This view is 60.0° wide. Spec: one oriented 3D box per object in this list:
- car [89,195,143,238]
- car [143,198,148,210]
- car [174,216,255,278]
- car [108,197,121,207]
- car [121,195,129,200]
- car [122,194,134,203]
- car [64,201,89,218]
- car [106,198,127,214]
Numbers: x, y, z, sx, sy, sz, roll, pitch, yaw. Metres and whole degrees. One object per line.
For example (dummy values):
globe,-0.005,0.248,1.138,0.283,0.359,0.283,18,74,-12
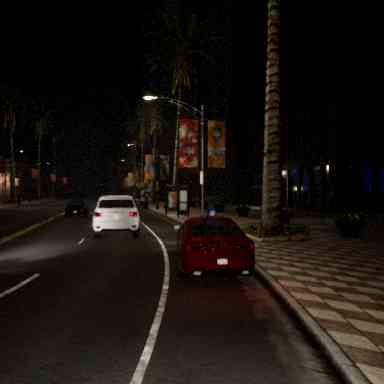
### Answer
car,-4.011,1.210,17.765,2.150,2.045,5.566,0,0,-12
car,-6.608,1.463,41.936,2.231,1.521,4.892,0,0,-14
car,0.504,1.473,10.222,1.882,1.535,5.008,0,0,-5
car,-12.141,1.500,51.871,1.812,1.442,4.674,0,0,-14
car,-18.549,1.470,91.832,2.161,1.482,4.786,0,0,-14
car,-13.612,1.322,70.464,2.185,1.767,4.553,0,0,-14
car,-10.451,1.508,30.362,1.812,1.442,4.674,0,0,-14
car,-8.196,1.474,35.874,2.128,1.511,4.902,0,0,-14
